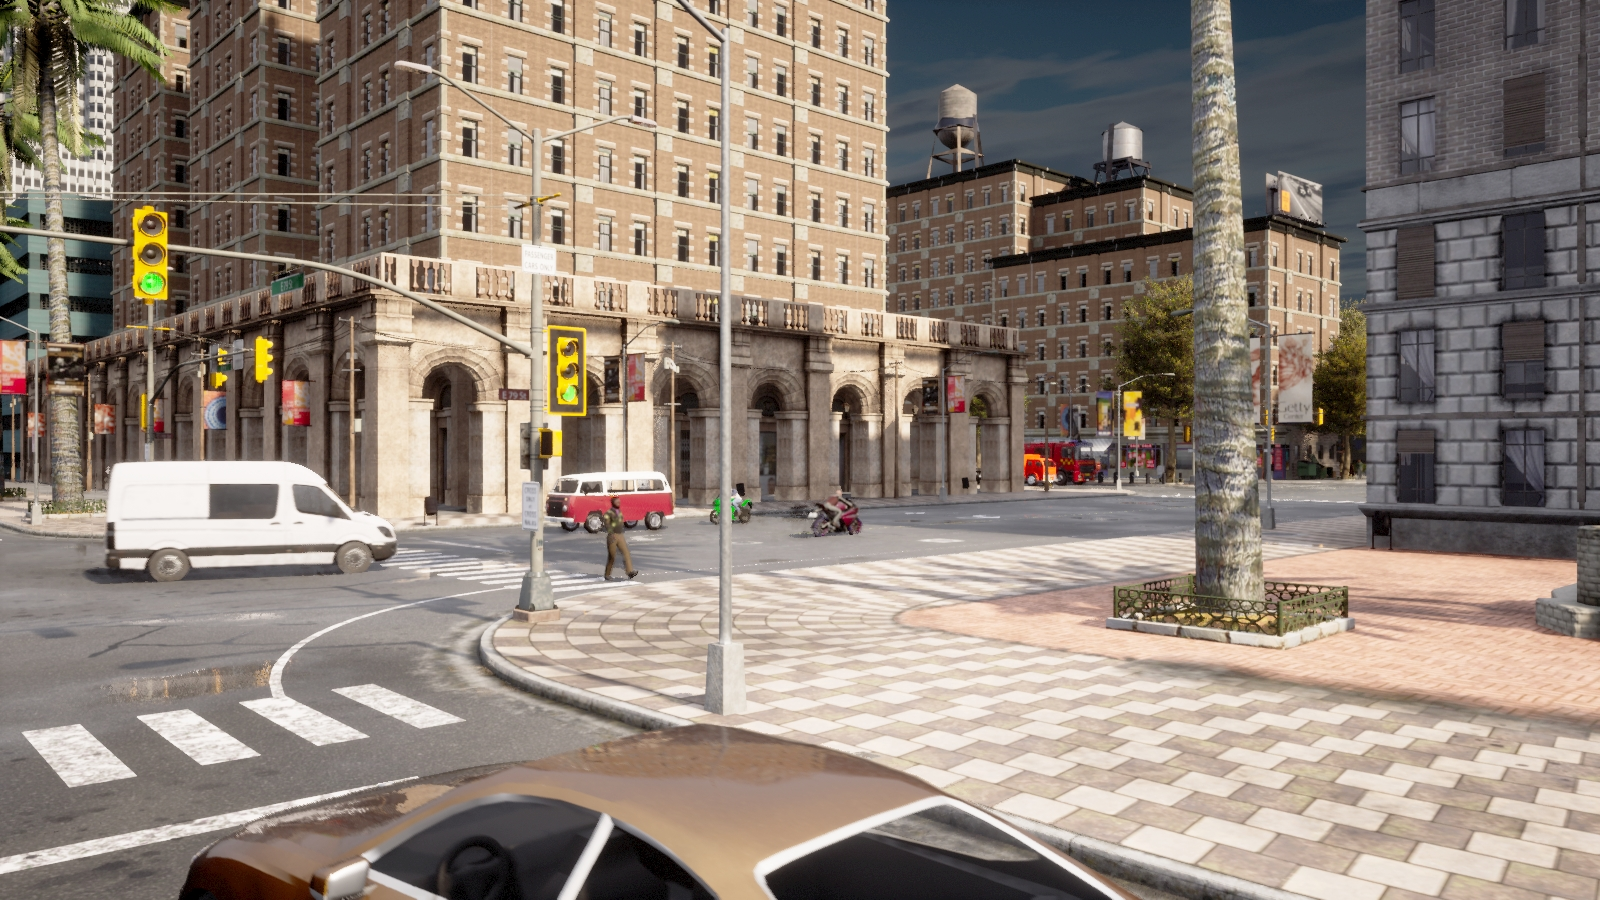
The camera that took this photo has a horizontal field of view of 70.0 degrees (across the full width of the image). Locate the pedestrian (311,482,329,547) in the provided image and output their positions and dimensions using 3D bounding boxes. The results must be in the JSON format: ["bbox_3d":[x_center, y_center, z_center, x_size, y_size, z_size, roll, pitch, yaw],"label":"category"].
[{"bbox_3d":[-13.826,1.849,32.899,0.375,1.860,0.375,0,0,44],"label":"pedestrian"}]

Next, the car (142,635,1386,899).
[{"bbox_3d":[-0.657,1.992,4.664,5.027,1.651,2.152,0,0,43],"label":"car"}]

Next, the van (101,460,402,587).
[{"bbox_3d":[-12.233,1.535,25.842,5.915,2.561,1.988,0,0,-25],"label":"van"}]

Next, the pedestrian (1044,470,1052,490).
[{"bbox_3d":[16.462,1.976,75.884,0.375,1.300,0.375,0,0,43],"label":"pedestrian"}]

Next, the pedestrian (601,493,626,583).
[{"bbox_3d":[-3.939,1.849,24.176,0.375,1.860,0.375,0,0,45],"label":"pedestrian"}]

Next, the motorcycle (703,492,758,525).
[{"bbox_3d":[-2.608,2.213,43.140,2.033,1.145,0.803,0,0,-43],"label":"motorcycle"}]

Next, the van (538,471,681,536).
[{"bbox_3d":[-6.553,1.783,39.554,4.480,2.038,2.069,0,0,-42],"label":"van"}]
